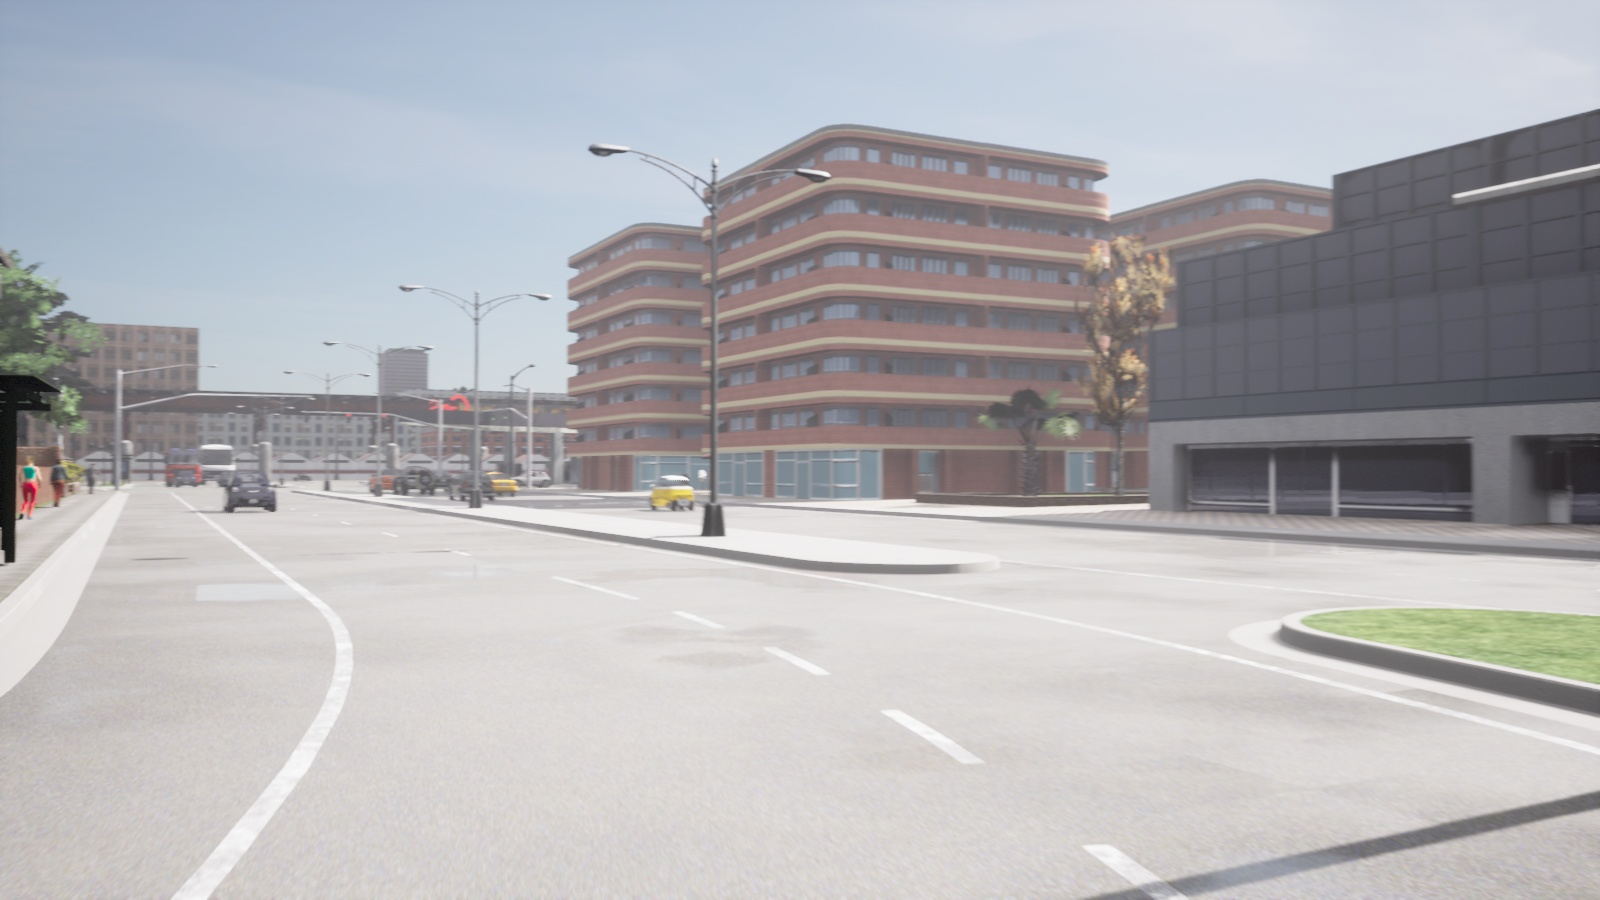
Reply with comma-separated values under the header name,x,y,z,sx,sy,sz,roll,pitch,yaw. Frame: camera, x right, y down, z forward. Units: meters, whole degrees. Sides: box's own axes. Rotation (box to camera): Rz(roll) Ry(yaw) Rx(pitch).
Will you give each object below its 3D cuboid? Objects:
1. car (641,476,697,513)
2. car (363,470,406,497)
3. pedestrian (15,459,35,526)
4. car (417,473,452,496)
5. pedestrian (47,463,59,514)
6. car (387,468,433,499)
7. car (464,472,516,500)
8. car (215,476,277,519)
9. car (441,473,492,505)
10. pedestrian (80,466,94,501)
name,x,y,z,sx,sy,sz,roll,pitch,yaw
car,-5.193,1.734,49.602,1.481,1.376,2.207,0,-1,-28
car,-28.596,2.295,86.305,2.097,1.767,4.553,0,-1,-28
pedestrian,-21.745,1.186,35.249,0.345,1.836,0.594,0,-1,-18
car,-25.589,2.423,87.872,1.789,1.549,3.705,0,-1,-26
pedestrian,-27.590,1.415,46.381,0.353,1.847,0.614,0,-1,-28
car,-24.357,2.092,78.308,1.932,1.855,4.605,0,-1,-28
car,-18.477,2.119,74.686,1.801,1.575,5.366,0,-1,-28
car,-20.582,1.736,46.617,1.845,1.501,3.633,0,-1,-28
car,-17.261,1.988,64.914,1.789,1.549,3.705,0,-1,-28
pedestrian,-40.391,1.908,71.126,0.659,1.952,0.873,0,-1,-27
